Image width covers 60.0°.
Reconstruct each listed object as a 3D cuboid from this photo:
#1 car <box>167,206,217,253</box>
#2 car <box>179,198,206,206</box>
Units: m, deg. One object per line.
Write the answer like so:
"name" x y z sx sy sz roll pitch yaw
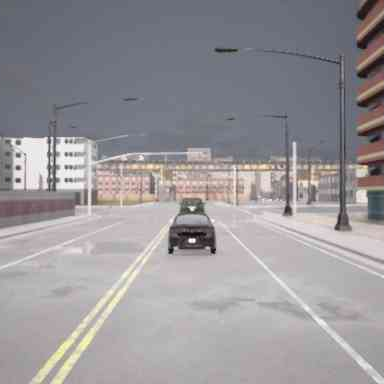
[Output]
"car" 0.011 1.615 14.482 1.882 1.535 5.008 0 0 0
"car" 0.013 1.491 29.028 2.150 2.045 5.566 0 0 0
